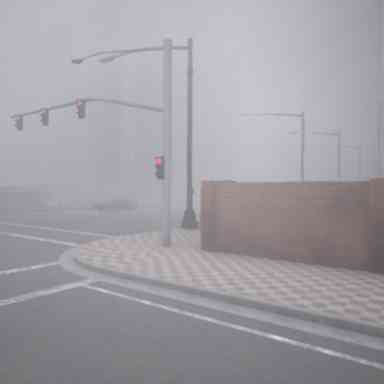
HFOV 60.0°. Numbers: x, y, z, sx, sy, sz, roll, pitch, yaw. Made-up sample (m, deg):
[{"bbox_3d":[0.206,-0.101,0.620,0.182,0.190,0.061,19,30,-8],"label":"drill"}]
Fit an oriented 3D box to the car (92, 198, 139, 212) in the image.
[{"bbox_3d":[-8.085,1.354,35.763,2.033,1.411,5.357,1,0,36],"label":"car"}]
